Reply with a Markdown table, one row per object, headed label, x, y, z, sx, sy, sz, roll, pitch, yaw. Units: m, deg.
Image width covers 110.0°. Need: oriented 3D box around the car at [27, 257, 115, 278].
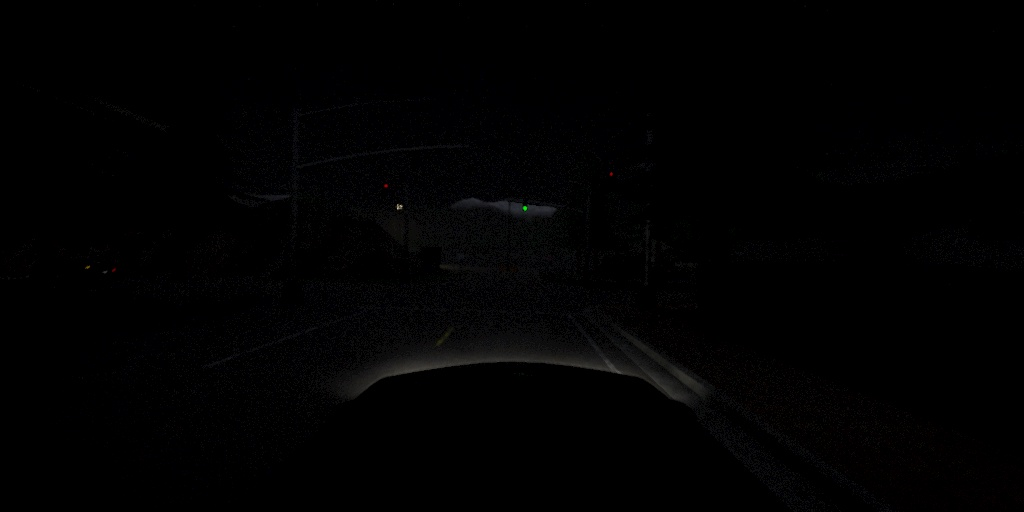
| label | x | y | z | sx | sy | sz | roll | pitch | yaw |
| --- | --- | --- | --- | --- | --- | --- | --- | --- | --- |
| car | -29.684 | 0.817 | 24.269 | 4.674 | 1.442 | 1.812 | 1 | 0 | 2 |
